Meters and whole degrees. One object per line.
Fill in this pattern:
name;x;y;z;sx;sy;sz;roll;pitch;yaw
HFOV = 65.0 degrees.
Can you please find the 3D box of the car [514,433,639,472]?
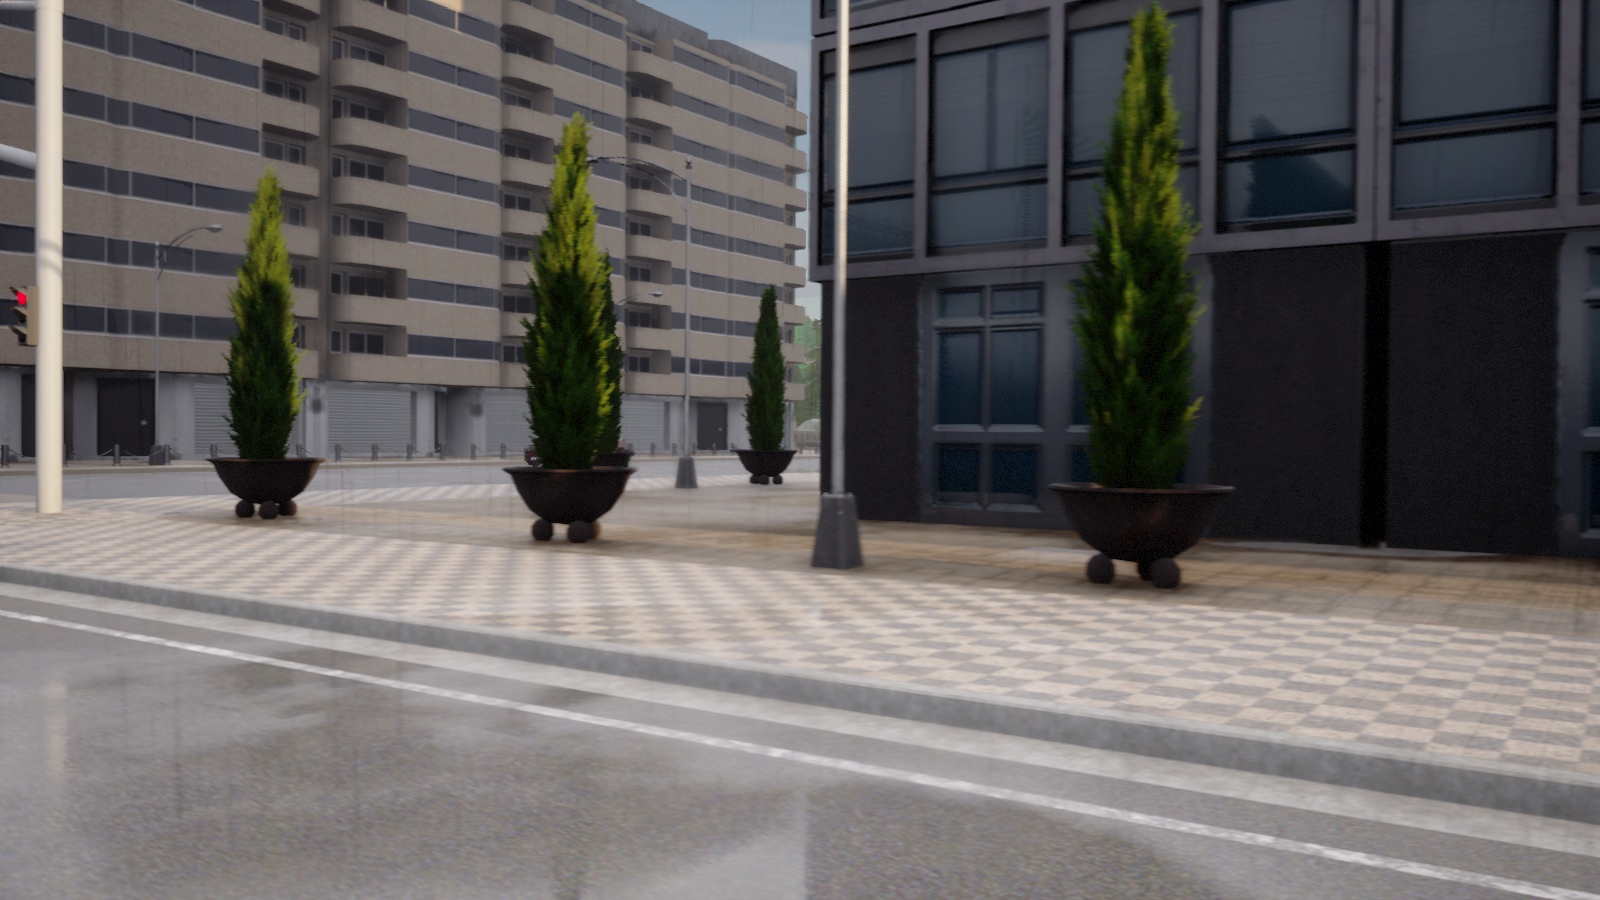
car;-8.891;0.069;50.363;2.163;1.488;4.792;0;1;34
